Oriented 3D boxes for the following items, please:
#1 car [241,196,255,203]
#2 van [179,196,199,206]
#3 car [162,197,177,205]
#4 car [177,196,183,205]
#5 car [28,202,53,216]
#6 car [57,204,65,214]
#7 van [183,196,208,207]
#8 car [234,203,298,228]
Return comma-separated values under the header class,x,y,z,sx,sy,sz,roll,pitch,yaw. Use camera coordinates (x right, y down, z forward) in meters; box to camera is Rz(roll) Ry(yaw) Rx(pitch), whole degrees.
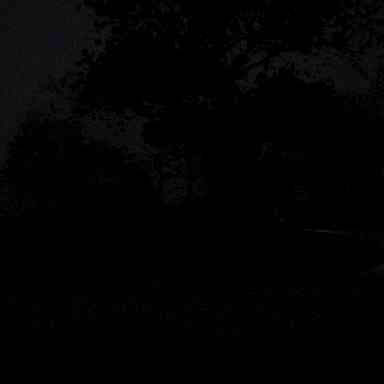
class,x,y,z,sx,sy,sz,roll,pitch,yaw
car,10.154,1.790,60.849,2.435,2.045,5.566,1,-1,-36
van,-0.625,1.756,68.039,1.878,1.987,4.442,1,0,-36
car,-5.641,1.929,64.812,1.946,1.575,5.366,0,0,-36
car,-3.143,1.825,66.338,2.185,1.767,4.553,0,0,-36
car,-18.379,1.917,40.337,2.185,1.767,4.553,-1,0,-35
car,-15.827,2.050,42.222,2.002,1.452,4.674,-1,0,-36
van,1.022,1.703,54.410,1.878,1.987,4.442,0,0,-36
car,5.838,1.912,25.876,1.882,1.535,5.008,3,-2,-35
